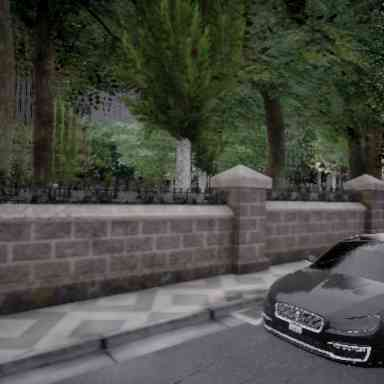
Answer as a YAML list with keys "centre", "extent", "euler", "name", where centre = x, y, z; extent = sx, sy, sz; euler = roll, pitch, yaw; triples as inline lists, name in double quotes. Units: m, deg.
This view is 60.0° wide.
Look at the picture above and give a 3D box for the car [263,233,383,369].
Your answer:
- centre: [3.325, 1.539, 5.753]
  extent: [4.892, 1.490, 1.837]
  euler: [0, 0, -36]
  name: "car"
